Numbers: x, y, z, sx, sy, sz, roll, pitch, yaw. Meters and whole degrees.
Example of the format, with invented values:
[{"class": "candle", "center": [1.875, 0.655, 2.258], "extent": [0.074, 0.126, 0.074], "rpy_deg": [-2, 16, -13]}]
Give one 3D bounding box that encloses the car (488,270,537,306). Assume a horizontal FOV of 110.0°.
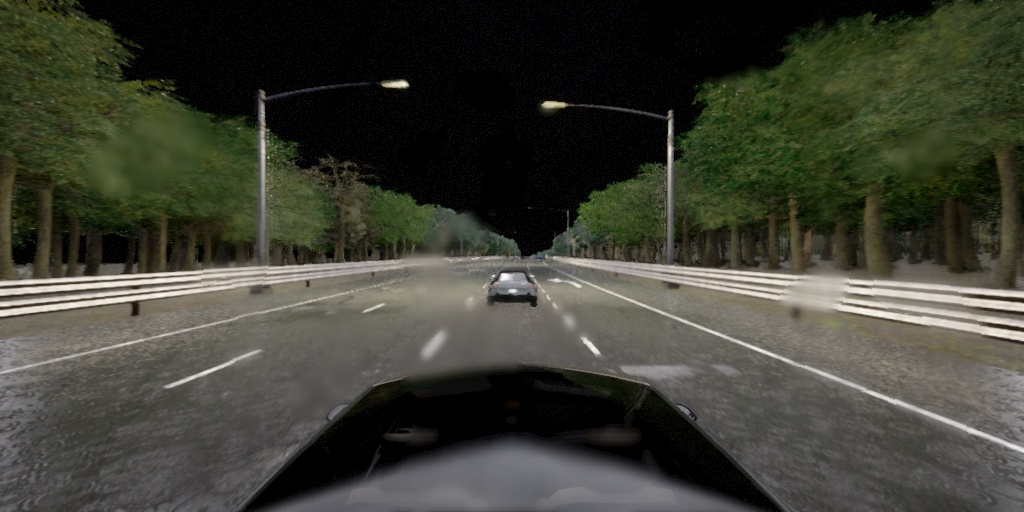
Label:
[{"class": "car", "center": [0.034, 1.298, 15.721], "extent": [1.994, 1.385, 4.181], "rpy_deg": [0, 0, 0]}]
